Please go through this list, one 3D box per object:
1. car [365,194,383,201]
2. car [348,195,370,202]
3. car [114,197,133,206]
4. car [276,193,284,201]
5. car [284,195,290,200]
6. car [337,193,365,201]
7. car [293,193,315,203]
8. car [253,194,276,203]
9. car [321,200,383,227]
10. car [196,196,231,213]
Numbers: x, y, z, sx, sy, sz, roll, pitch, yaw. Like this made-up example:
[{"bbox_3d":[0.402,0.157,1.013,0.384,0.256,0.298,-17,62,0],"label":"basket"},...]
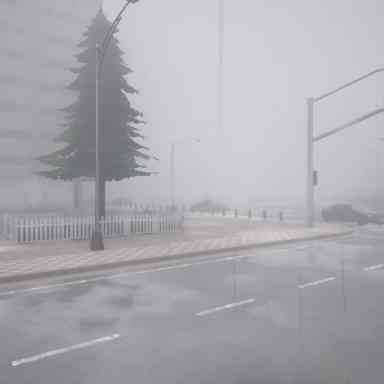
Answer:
[{"bbox_3d":[26.683,1.153,45.101,1.932,1.855,4.605,0,0,-36],"label":"car"},{"bbox_3d":[37.185,1.364,74.060,1.784,1.438,3.905,0,0,-36],"label":"car"},{"bbox_3d":[-11.505,1.564,56.062,1.994,1.385,4.181,0,0,-35],"label":"car"},{"bbox_3d":[19.361,1.364,79.842,1.784,1.438,3.905,0,0,-36],"label":"car"},{"bbox_3d":[21.513,1.153,81.445,1.932,1.855,4.605,0,0,-36],"label":"car"},{"bbox_3d":[34.792,1.153,72.427,1.932,1.855,4.605,0,0,-36],"label":"car"},{"bbox_3d":[21.103,1.395,62.520,1.970,1.475,3.806,0,0,-36],"label":"car"},{"bbox_3d":[17.006,1.395,78.158,1.970,1.475,3.806,0,0,-36],"label":"car"},{"bbox_3d":[11.169,1.525,23.254,1.812,1.442,4.674,0,0,-23],"label":"car"},{"bbox_3d":[2.257,1.526,36.862,1.812,1.442,4.674,0,0,-36],"label":"car"}]
